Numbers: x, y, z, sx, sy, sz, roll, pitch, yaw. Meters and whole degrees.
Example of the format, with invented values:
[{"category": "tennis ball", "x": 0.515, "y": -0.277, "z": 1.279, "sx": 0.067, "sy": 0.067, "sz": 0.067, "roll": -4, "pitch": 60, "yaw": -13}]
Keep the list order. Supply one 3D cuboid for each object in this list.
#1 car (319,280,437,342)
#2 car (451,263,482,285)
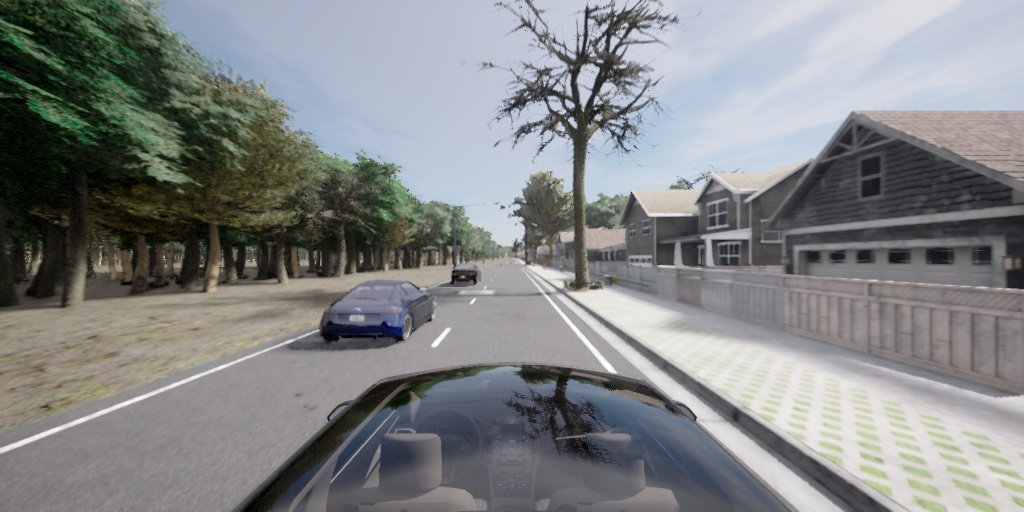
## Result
[{"category": "car", "x": -3.401, "y": 1.339, "z": 9.877, "sx": 1.994, "sy": 1.385, "sz": 4.181, "roll": 0, "pitch": 0, "yaw": 0}, {"category": "car", "x": -3.405, "y": 1.296, "z": 27.282, "sx": 1.882, "sy": 1.535, "sz": 5.008, "roll": 0, "pitch": 0, "yaw": 0}]
